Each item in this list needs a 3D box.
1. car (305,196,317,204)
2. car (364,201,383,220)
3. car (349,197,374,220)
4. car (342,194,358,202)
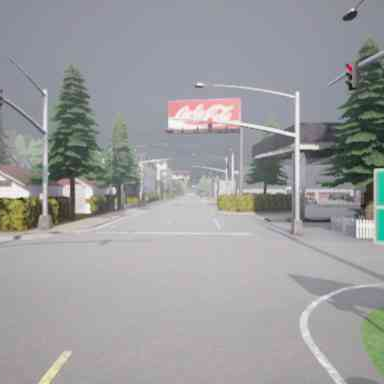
[{"bbox_3d":[22.539,1.595,64.082,1.970,1.475,3.806,0,0,0],"label":"car"},{"bbox_3d":[18.713,1.692,30.687,4.611,1.667,2.242,0,0,0],"label":"car"},{"bbox_3d":[14.383,1.521,25.020,3.866,1.878,1.905,0,0,0],"label":"car"},{"bbox_3d":[34.947,1.538,71.866,2.007,1.523,4.514,0,0,0],"label":"car"}]
